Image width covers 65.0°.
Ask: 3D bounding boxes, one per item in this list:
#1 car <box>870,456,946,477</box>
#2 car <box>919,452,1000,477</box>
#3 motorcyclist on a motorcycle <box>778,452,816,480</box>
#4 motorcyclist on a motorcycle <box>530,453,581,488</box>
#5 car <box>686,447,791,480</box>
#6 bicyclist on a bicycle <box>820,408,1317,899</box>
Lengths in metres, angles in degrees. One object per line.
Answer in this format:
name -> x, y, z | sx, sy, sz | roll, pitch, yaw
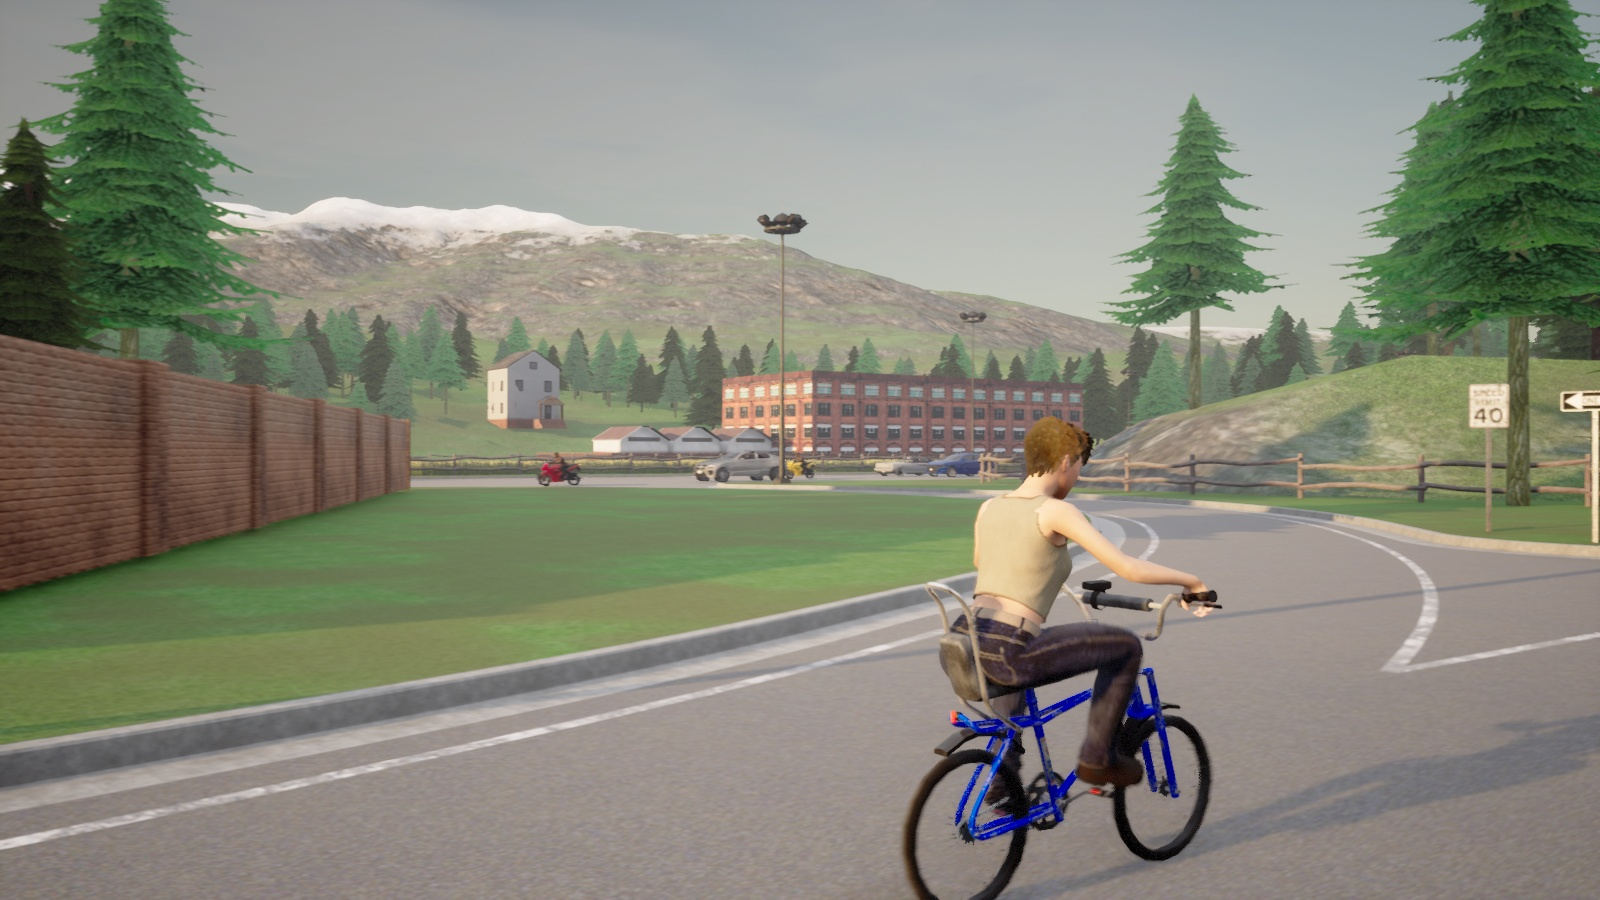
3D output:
car -> 6.962, 1.028, 80.470 | 4.718, 1.301, 1.895 | 0, 0, -35
car -> 9.965, 0.893, 78.291 | 5.008, 1.535, 1.882 | 0, 0, -35
motorcyclist on a motorcycle -> -0.157, 0.902, 71.286 | 2.044, 1.523, 0.797 | 0, 0, -35
motorcyclist on a motorcycle -> -10.778, 0.886, 55.422 | 2.044, 1.523, 0.797 | 0, 0, -35
car -> -3.163, 0.689, 64.951 | 5.027, 1.651, 2.152 | 0, 0, -35
bicyclist on a bicycle -> 0.936, 0.690, 4.316 | 1.509, 1.612, 0.866 | 0, 0, -35
